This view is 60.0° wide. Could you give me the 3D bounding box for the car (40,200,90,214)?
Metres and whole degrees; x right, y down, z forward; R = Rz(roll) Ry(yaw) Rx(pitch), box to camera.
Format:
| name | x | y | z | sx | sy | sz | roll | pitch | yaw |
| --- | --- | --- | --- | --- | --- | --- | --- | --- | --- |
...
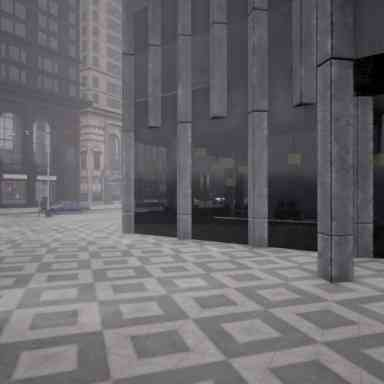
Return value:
| name | x | y | z | sx | sy | sz | roll | pitch | yaw |
| --- | --- | --- | --- | --- | --- | --- | --- | --- | --- |
| car | -13.946 | 1.619 | 36.902 | 2.033 | 1.411 | 5.357 | 0 | 0 | 35 |
